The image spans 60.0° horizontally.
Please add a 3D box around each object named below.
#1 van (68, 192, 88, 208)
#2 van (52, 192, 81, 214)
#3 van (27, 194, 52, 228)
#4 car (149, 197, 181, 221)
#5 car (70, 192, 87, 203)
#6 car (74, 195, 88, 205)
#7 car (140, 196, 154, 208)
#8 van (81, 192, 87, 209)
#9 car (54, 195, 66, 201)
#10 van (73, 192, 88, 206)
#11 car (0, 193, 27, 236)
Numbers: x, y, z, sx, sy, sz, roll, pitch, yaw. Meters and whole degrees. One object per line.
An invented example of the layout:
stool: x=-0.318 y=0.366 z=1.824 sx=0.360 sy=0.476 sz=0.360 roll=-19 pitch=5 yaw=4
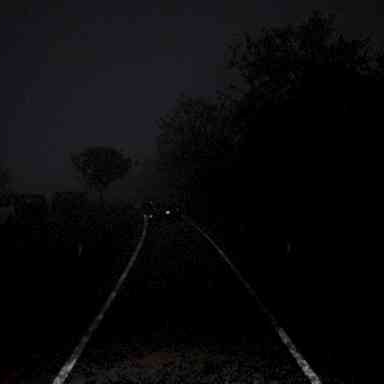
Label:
van: x=-14.324 y=0.990 z=41.972 sx=1.878 sy=1.987 sz=4.442 roll=1 pitch=-1 yaw=-14
van: x=-11.845 y=1.007 z=31.081 sx=1.878 sy=1.987 sz=4.442 roll=1 pitch=-1 yaw=-13
van: x=-10.199 y=1.069 z=20.017 sx=1.878 sy=1.987 sz=4.442 roll=1 pitch=-1 yaw=-8
car: x=-1.938 y=1.347 z=24.779 sx=1.994 sy=1.385 sz=4.181 roll=0 pitch=1 yaw=-8
car: x=-21.626 y=1.073 z=63.186 sx=2.435 sy=2.045 sz=5.566 roll=2 pitch=-2 yaw=-23
car: x=-17.553 y=1.240 z=52.602 sx=1.946 sy=1.575 sz=5.366 roll=1 pitch=-1 yaw=-18
car: x=-5.301 y=1.180 z=41.550 sx=1.994 sy=1.385 sz=4.181 roll=-1 pitch=1 yaw=-14
van: x=-12.994 y=0.993 z=36.541 sx=1.878 sy=1.987 sz=4.442 roll=1 pitch=-1 yaw=-14
car: x=-34.604 y=1.640 z=87.118 sx=2.097 sy=1.535 sz=5.008 roll=-1 pitch=0 yaw=-33
van: x=-15.841 y=0.998 z=47.357 sx=1.878 sy=1.987 sz=4.442 roll=1 pitch=-1 yaw=-19
car: x=-9.687 y=1.084 z=14.538 sx=2.435 sy=2.045 sz=5.566 roll=1 pitch=-1 yaw=-7
